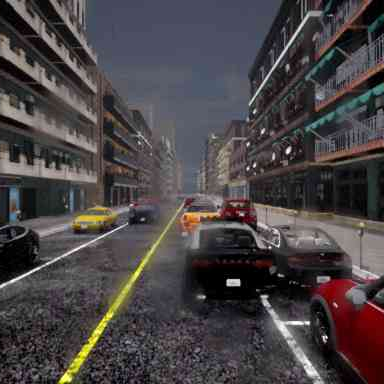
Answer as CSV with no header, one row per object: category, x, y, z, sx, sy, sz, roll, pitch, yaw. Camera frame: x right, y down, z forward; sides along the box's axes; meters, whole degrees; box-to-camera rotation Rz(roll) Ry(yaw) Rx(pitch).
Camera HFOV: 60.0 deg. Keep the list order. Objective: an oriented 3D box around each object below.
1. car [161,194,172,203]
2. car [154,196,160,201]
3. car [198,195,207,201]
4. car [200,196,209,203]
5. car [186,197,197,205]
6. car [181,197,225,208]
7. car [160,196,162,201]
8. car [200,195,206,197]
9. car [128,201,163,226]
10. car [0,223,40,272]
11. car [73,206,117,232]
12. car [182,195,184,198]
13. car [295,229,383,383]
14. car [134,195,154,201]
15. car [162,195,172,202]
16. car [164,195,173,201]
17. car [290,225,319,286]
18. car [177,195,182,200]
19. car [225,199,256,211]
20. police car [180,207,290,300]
car,-5.807,1.297,70.947,2.192,1.841,5.009,0,0,0
car,-5.759,1.308,42.765,2.192,1.841,5.009,0,0,0
car,2.553,1.521,82.230,1.887,1.381,4.507,0,0,0
car,2.572,1.507,71.127,1.752,1.417,4.829,0,0,0
car,-0.100,1.588,59.031,1.895,1.301,4.718,0,0,0
car,0.586,1.354,18.487,2.097,1.767,4.553,0,0,4
car,-5.770,1.573,48.402,1.802,1.307,4.206,0,0,0
car,0.815,1.351,24.426,2.097,1.767,4.553,0,0,0
car,-3.138,1.562,23.178,1.994,1.385,4.181,0,0,0
car,-5.703,1.566,8.945,1.947,1.339,4.313,0,0,0
car,-5.722,1.524,20.049,1.752,1.417,4.829,0,0,0
car,-0.061,1.469,45.689,1.882,1.535,5.008,0,0,0
car,2.688,1.440,3.321,1.967,1.590,4.097,0,0,0
car,-5.751,1.434,37.129,1.967,1.590,4.097,0,0,0
car,-5.818,1.419,76.583,1.967,1.590,4.097,0,0,0
car,-5.827,1.521,82.220,1.887,1.381,4.507,0,0,0
car,2.678,1.551,8.957,2.008,1.369,4.403,0,0,0
car,-3.154,1.520,91.050,2.033,1.411,5.357,0,0,0
car,2.660,1.313,20.230,2.192,1.841,5.009,0,0,0
police car,0.749,1.423,8.566,1.930,1.638,5.238,0,0,0
